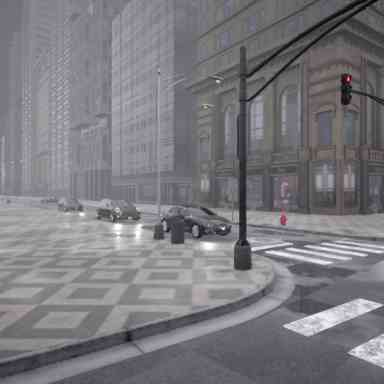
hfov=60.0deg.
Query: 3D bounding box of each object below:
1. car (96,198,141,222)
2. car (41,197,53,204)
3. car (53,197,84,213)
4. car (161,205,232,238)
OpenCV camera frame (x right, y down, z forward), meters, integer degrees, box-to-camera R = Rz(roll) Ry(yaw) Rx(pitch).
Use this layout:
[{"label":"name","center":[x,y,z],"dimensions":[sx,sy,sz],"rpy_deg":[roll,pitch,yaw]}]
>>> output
[{"label":"car","center":[-5.727,1.275,25.579],"dimensions":[2.097,1.767,4.553],"rpy_deg":[0,0,-35]},{"label":"car","center":[-25.093,1.447,58.333],"dimensions":[1.895,1.301,4.718],"rpy_deg":[0,0,-36]},{"label":"car","center":[-13.314,1.391,36.278],"dimensions":[1.837,1.490,4.892],"rpy_deg":[0,2,-35]},{"label":"car","center":[0.056,1.455,17.435],"dimensions":[1.837,1.490,4.892],"rpy_deg":[0,0,-35]}]
